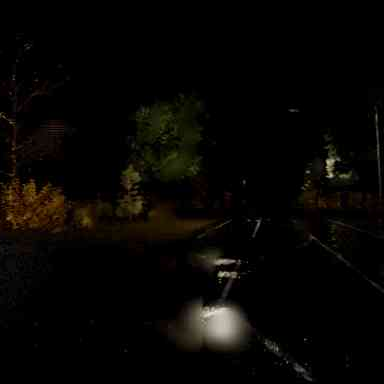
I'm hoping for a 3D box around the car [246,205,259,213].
[{"bbox_3d":[11.262,3.106,61.600,1.837,1.490,4.892,-3,-2,15],"label":"car"}]
